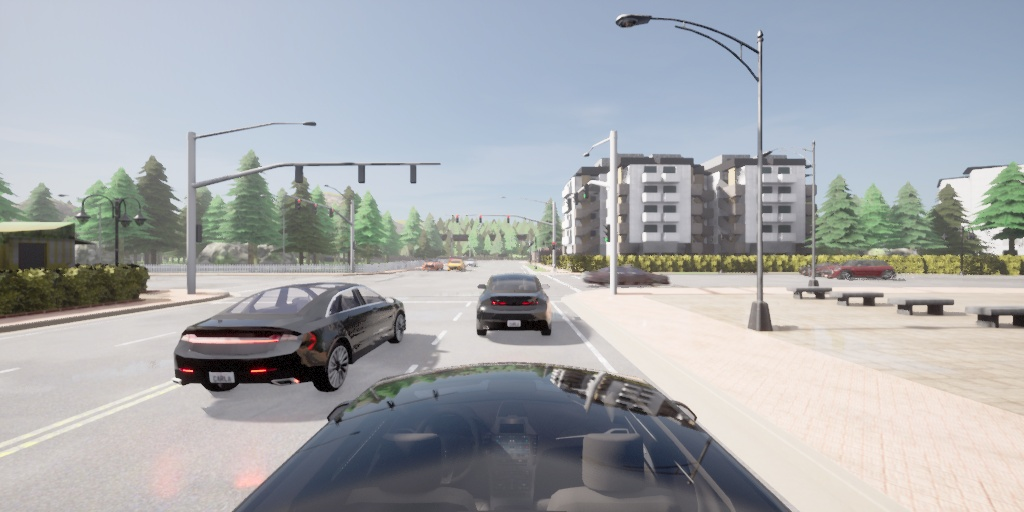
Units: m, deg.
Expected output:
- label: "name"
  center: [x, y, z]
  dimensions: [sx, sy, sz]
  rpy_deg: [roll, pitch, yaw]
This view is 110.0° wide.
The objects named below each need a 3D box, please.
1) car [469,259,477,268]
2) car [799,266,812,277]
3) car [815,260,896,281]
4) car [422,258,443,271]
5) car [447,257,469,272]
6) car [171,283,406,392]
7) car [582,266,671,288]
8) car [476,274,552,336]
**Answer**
- label: "car"
  center: [-7.267, 1.262, 63.170]
  dimensions: [1.812, 1.442, 4.674]
  rpy_deg: [0, 0, 0]
- label: "car"
  center: [29.507, 1.306, 33.515]
  dimensions: [4.181, 1.385, 1.994]
  rpy_deg: [0, 0, 10]
- label: "car"
  center: [28.919, 1.096, 30.098]
  dimensions: [4.553, 1.767, 2.097]
  rpy_deg: [0, 0, 10]
- label: "car"
  center: [-10.749, 1.091, 48.826]
  dimensions: [2.097, 1.767, 4.553]
  rpy_deg: [0, 0, 0]
- label: "car"
  center: [-7.247, 1.218, 46.860]
  dimensions: [1.882, 1.535, 5.008]
  rpy_deg: [0, 1, 0]
- label: "car"
  center: [-3.460, 1.240, 6.718]
  dimensions: [2.128, 1.511, 4.902]
  rpy_deg: [0, 0, 0]
- label: "car"
  center: [7.301, 1.328, 23.167]
  dimensions: [5.357, 1.411, 2.033]
  rpy_deg: [0, 0, -1]
- label: "car"
  center: [0.048, 1.253, 10.382]
  dimensions: [1.837, 1.490, 4.892]
  rpy_deg: [0, 0, 0]
